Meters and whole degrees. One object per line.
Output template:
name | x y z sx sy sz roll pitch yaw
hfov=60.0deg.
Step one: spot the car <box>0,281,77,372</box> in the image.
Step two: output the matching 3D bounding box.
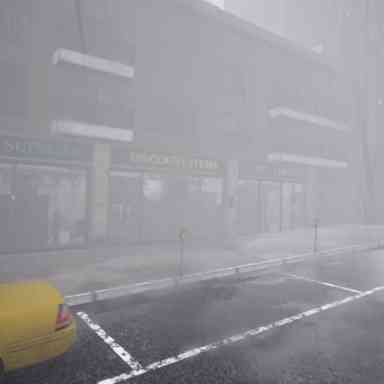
car | -3.763 1.525 3.386 4.829 1.417 1.752 0 2 -35
